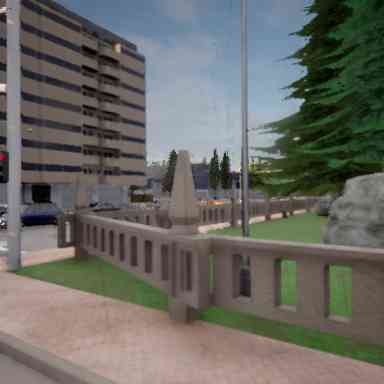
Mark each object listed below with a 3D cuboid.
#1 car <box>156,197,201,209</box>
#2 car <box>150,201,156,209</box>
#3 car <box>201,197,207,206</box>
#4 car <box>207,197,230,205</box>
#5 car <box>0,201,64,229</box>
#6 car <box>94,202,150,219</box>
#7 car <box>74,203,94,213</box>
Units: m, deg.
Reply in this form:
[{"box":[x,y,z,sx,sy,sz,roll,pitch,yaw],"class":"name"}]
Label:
[{"box":[-1.394,1.510,36.685,2.097,1.767,4.553,-1,0,34],"class":"car"},{"box":[-3.780,1.708,39.385,1.812,1.442,4.674,-1,0,34],"class":"car"},{"box":[1.698,1.516,47.482,2.097,1.767,4.553,-1,0,34],"class":"car"},{"box":[4.458,1.616,45.314,1.882,1.535,5.008,-1,0,34],"class":"car"},{"box":[-10.989,1.542,22.457,2.097,1.767,4.553,-1,0,34],"class":"car"},{"box":[-6.164,1.738,29.607,1.994,1.385,4.181,-1,0,34],"class":"car"},{"box":[-8.944,1.704,31.753,1.837,1.490,4.892,-1,0,34],"class":"car"}]
